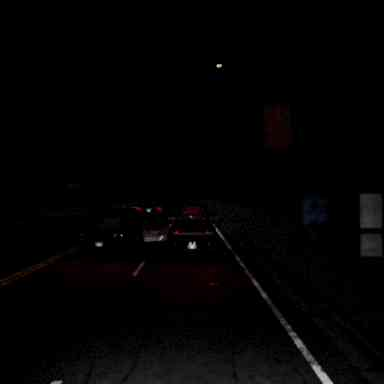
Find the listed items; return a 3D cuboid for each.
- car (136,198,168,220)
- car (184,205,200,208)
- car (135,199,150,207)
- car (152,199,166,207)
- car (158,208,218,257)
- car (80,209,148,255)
[{"bbox_3d":[-3.237,1.500,27.582,2.150,2.045,5.566,0,0,0],"label":"car"},{"bbox_3d":[0.028,1.814,28.907,1.812,1.442,4.674,0,0,1],"label":"car"},{"bbox_3d":[-9.749,2.209,65.639,2.033,1.411,5.357,0,-1,0],"label":"car"},{"bbox_3d":[-6.504,2.164,65.677,2.128,1.511,4.902,0,0,0],"label":"car"},{"bbox_3d":[0.024,1.627,13.517,2.128,1.511,4.902,0,0,0],"label":"car"},{"bbox_3d":[-3.221,1.664,13.914,1.812,1.442,4.674,0,0,1],"label":"car"}]
